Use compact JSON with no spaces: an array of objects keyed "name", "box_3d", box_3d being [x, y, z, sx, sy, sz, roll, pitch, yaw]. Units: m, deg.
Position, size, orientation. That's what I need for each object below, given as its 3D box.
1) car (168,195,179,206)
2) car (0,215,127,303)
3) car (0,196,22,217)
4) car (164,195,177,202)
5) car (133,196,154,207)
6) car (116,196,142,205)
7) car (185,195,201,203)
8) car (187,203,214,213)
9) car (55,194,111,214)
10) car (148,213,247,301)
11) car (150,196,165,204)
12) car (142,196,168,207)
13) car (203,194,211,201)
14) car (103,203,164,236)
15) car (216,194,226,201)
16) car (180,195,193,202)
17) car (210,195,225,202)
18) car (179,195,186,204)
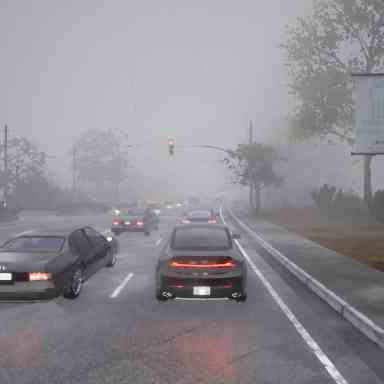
[{"name":"car","box_3d":[-3.943,1.564,55.249,1.994,1.385,4.181,0,0,6]},{"name":"car","box_3d":[-3.297,1.547,8.408,2.033,1.411,5.357,0,0,1]},{"name":"car","box_3d":[-18.645,1.221,30.622,5.566,2.045,2.150,0,0,8]},{"name":"car","box_3d":[-4.810,1.500,75.060,1.837,1.490,4.892,0,0,9]},{"name":"car","box_3d":[-7.674,1.491,53.323,2.128,1.511,4.902,0,0,6]},{"name":"car","box_3d":[-8.553,1.352,44.377,2.097,1.767,4.553,0,0,5]},{"name":"car","box_3d":[0.475,1.505,61.143,1.837,1.490,4.892,0,0,7]},{"name":"car","box_3d":[0.460,1.526,17.573,1.812,1.442,4.674,0,0,4]},{"name":"car","box_3d":[-11.123,1.217,34.176,5.566,2.045,2.150,1,0,-3]},{"name":"car","box_3d":[0.214,1.505,8.326,1.837,1.490,4.892,0,0,1]},{"name":"car","box_3d":[-6.456,1.525,63.444,1.812,1.442,4.674,0,0,8]},{"name":"car","box_3d":[-4.954,1.477,45.365,1.882,1.535,5.008,0,0,5]},{"name":"car","box_3d":[4.017,1.355,85.640,2.097,1.767,4.553,0,0,10]},{"name":"car","box_3d":[-3.014,1.547,18.475,2.033,1.411,5.357,0,0,2]},{"name":"car","box_3d":[7.533,1.393,85.435,2.128,1.511,4.902,0,0,10]},{"name":"car","box_3d":[-1.164,1.522,75.734,2.128,1.511,4.902,0,0,9]},{"name":"car","box_3d":[5.855,1.519,75.310,1.812,1.442,4.674,0,0,9]},{"name":"car","box_3d":[-2.697,1.491,65.157,2.128,1.511,4.902,0,0,8]}]
